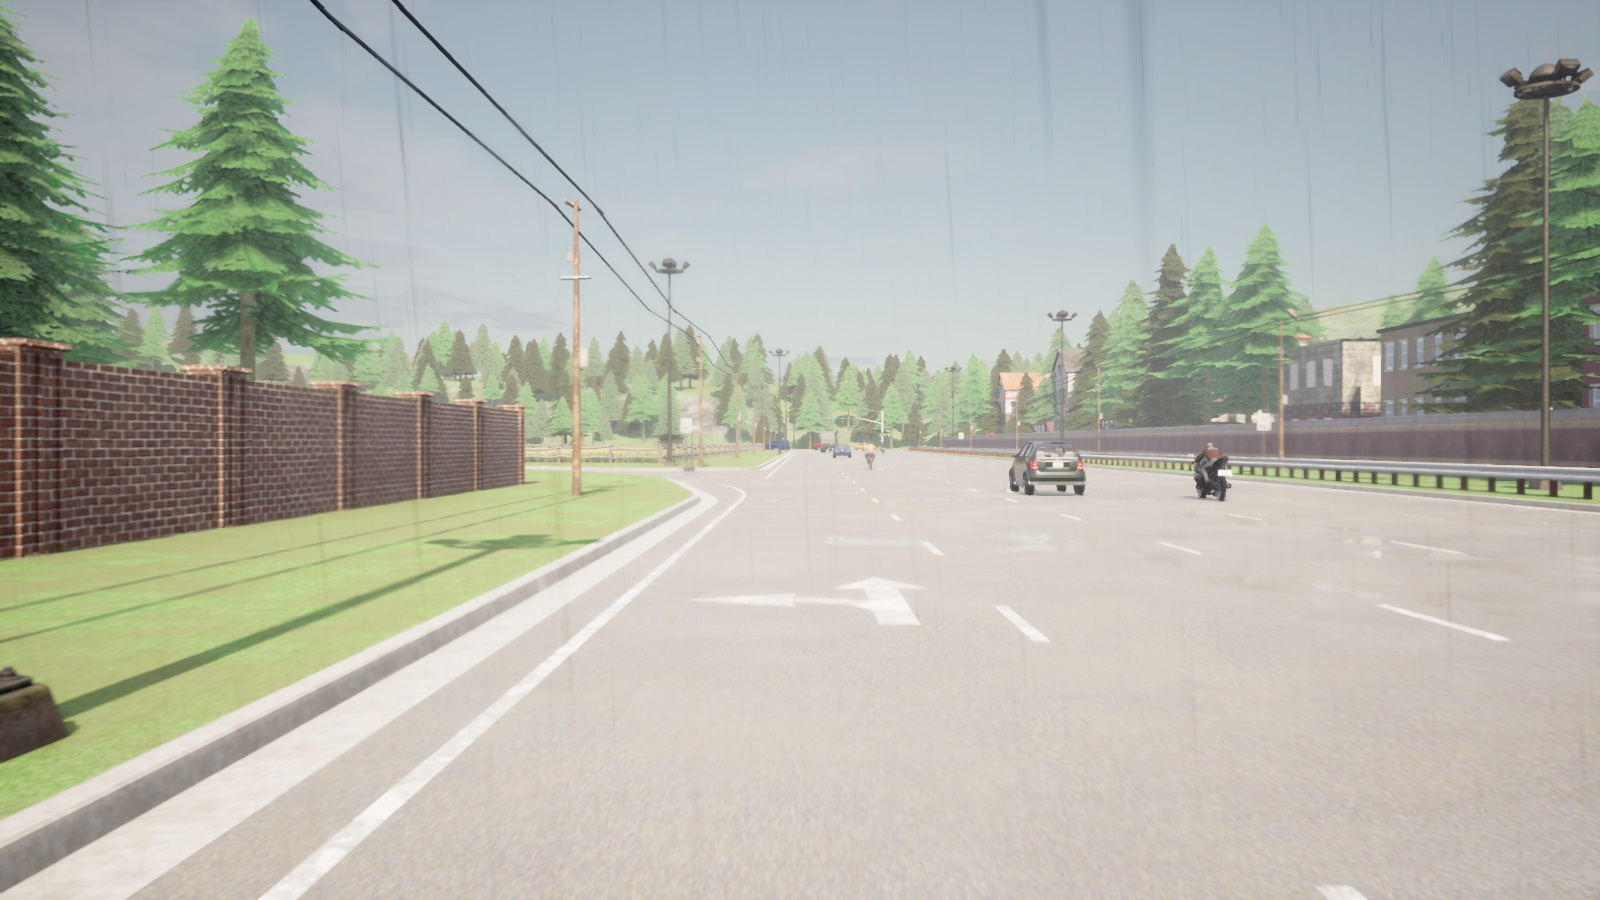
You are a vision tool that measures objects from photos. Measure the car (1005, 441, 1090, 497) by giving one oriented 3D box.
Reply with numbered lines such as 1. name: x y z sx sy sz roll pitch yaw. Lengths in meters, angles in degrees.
1. car: 7.227 0.522 36.951 1.789 1.549 3.705 0 0 0

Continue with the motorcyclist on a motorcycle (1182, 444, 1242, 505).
1. motorcyclist on a motorcycle: 10.702 0.606 32.703 0.866 1.530 2.191 0 0 0
